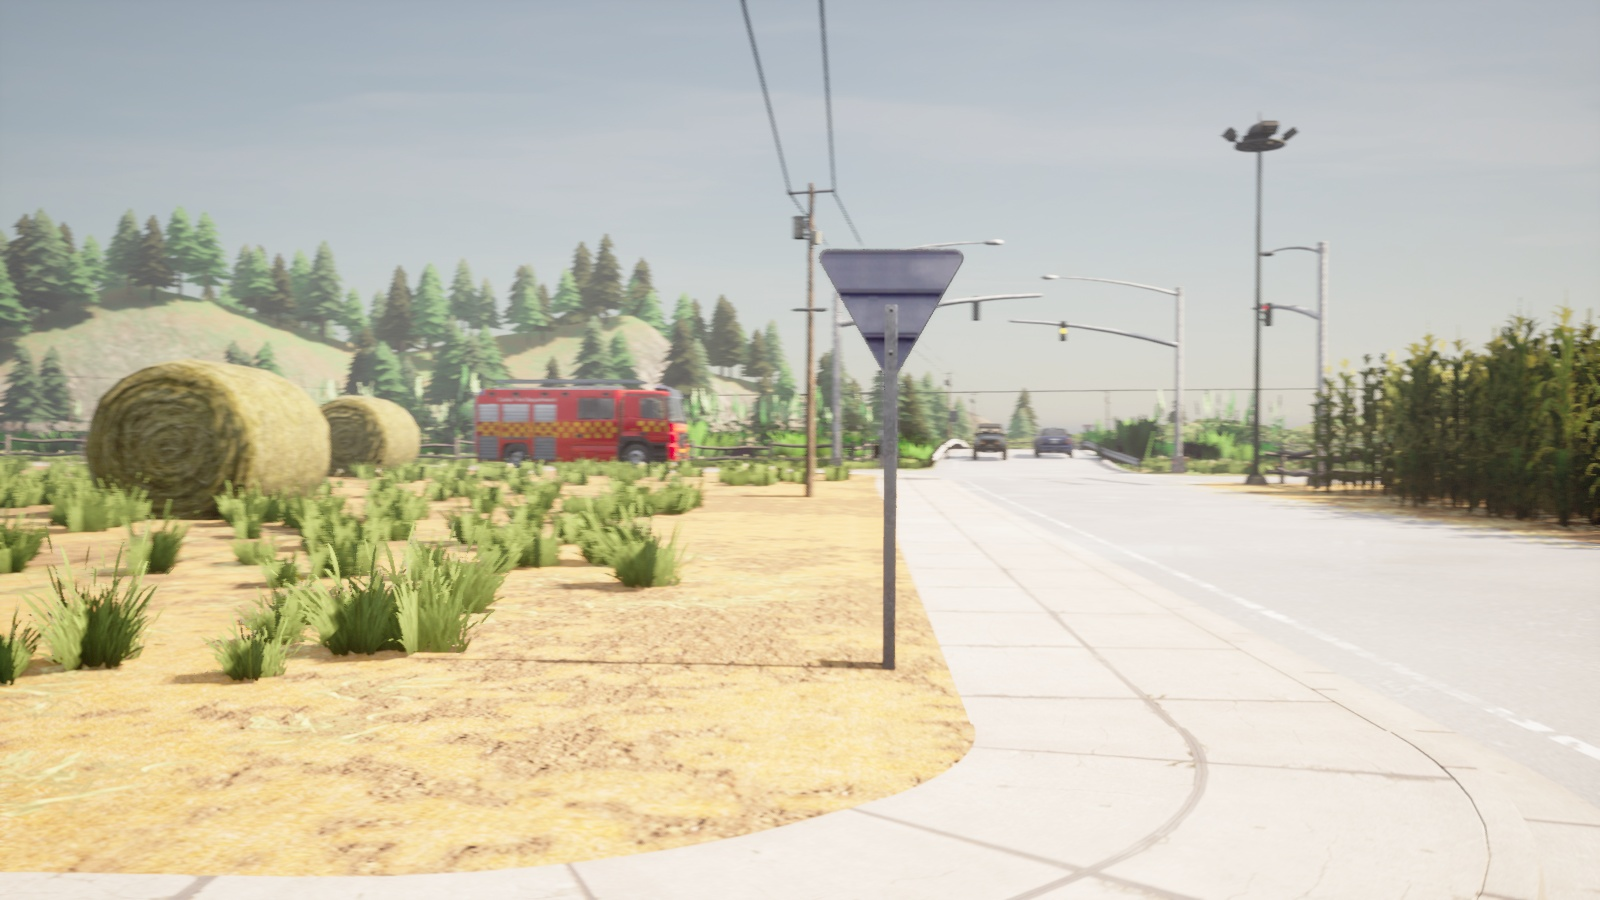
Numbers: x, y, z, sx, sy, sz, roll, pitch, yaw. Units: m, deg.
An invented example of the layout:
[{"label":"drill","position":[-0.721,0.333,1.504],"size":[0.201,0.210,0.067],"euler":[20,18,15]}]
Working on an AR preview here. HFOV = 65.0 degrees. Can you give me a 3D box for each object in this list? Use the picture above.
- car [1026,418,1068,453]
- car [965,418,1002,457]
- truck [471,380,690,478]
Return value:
[{"label":"car","position":[13.878,-0.839,70.765],"size":[2.097,1.767,4.553],"euler":[-1,3,8]},{"label":"car","position":[10.001,-0.690,68.397],"size":[1.905,1.878,3.866],"euler":[-1,3,8]},{"label":"truck","position":[-9.036,-0.838,52.248],"size":[8.468,3.827,2.891],"euler":[-1,1,5]}]
